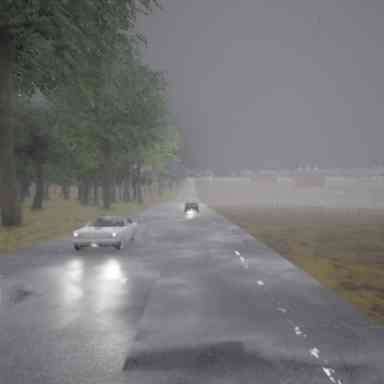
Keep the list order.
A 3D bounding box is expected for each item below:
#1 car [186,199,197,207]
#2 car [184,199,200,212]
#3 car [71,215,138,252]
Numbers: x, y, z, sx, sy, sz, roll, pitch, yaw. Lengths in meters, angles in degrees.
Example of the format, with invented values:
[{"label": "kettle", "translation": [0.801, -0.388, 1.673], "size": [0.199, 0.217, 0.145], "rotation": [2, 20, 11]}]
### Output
[{"label": "car", "translation": [-0.109, 2.090, 63.596], "size": [2.128, 1.511, 4.902], "rotation": [0, -1, 0]}, {"label": "car", "translation": [-0.037, 1.871, 44.801], "size": [1.837, 1.490, 4.892], "rotation": [0, -1, 0]}, {"label": "car", "translation": [-3.641, 1.696, 14.614], "size": [1.895, 1.301, 4.718], "rotation": [0, 0, 0]}]
